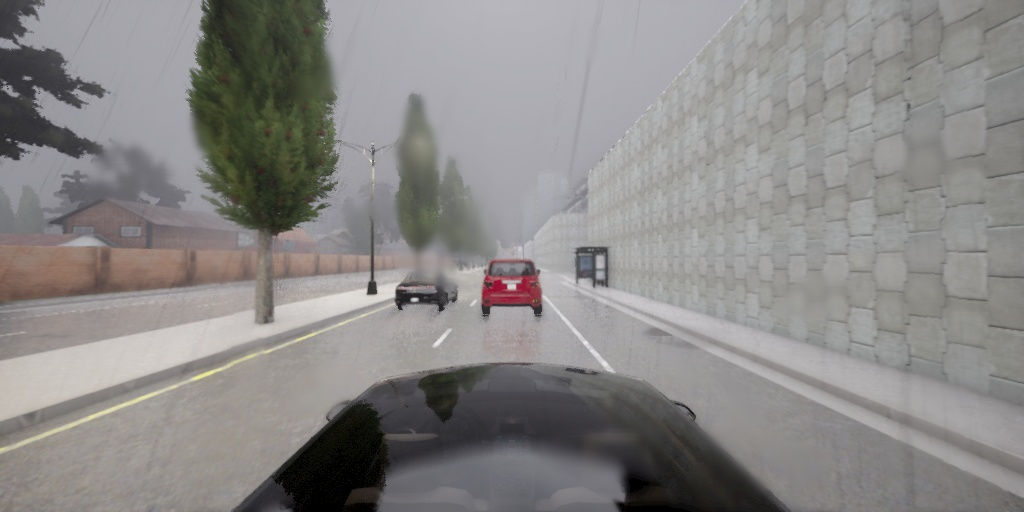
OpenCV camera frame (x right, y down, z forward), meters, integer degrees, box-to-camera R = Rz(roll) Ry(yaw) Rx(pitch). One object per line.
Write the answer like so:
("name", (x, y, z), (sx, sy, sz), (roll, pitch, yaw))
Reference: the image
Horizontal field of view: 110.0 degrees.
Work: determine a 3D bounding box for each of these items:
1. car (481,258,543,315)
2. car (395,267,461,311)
("car", (0.003, 1.113, 14.407), (2.150, 2.045, 5.566), (0, 0, 0))
("car", (-3.488, 1.391, 15.336), (2.128, 1.511, 4.902), (0, 0, 0))
